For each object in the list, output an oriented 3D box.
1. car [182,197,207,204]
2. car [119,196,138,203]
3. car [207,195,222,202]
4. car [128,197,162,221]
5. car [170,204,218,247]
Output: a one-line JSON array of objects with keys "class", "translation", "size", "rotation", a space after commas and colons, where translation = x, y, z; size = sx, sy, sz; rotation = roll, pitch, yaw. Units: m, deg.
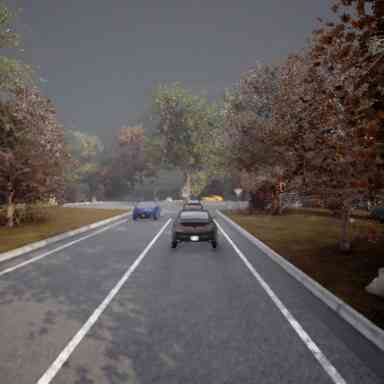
[{"class": "car", "translation": [0.091, 1.472, 32.442], "size": [2.128, 1.511, 4.902], "rotation": [0, 0, 0]}, {"class": "car", "translation": [-12.662, 1.497, 70.062], "size": [5.357, 1.411, 2.033], "rotation": [0, 0, -43]}, {"class": "car", "translation": [4.199, 1.433, 73.592], "size": [5.008, 1.535, 1.882], "rotation": [0, 0, 18]}, {"class": "car", "translation": [-3.581, 1.461, 27.089], "size": [1.882, 1.535, 5.008], "rotation": [0, 0, 0]}, {"class": "car", "translation": [0.096, 1.495, 14.954], "size": [1.837, 1.490, 4.892], "rotation": [0, 0, 0]}]
